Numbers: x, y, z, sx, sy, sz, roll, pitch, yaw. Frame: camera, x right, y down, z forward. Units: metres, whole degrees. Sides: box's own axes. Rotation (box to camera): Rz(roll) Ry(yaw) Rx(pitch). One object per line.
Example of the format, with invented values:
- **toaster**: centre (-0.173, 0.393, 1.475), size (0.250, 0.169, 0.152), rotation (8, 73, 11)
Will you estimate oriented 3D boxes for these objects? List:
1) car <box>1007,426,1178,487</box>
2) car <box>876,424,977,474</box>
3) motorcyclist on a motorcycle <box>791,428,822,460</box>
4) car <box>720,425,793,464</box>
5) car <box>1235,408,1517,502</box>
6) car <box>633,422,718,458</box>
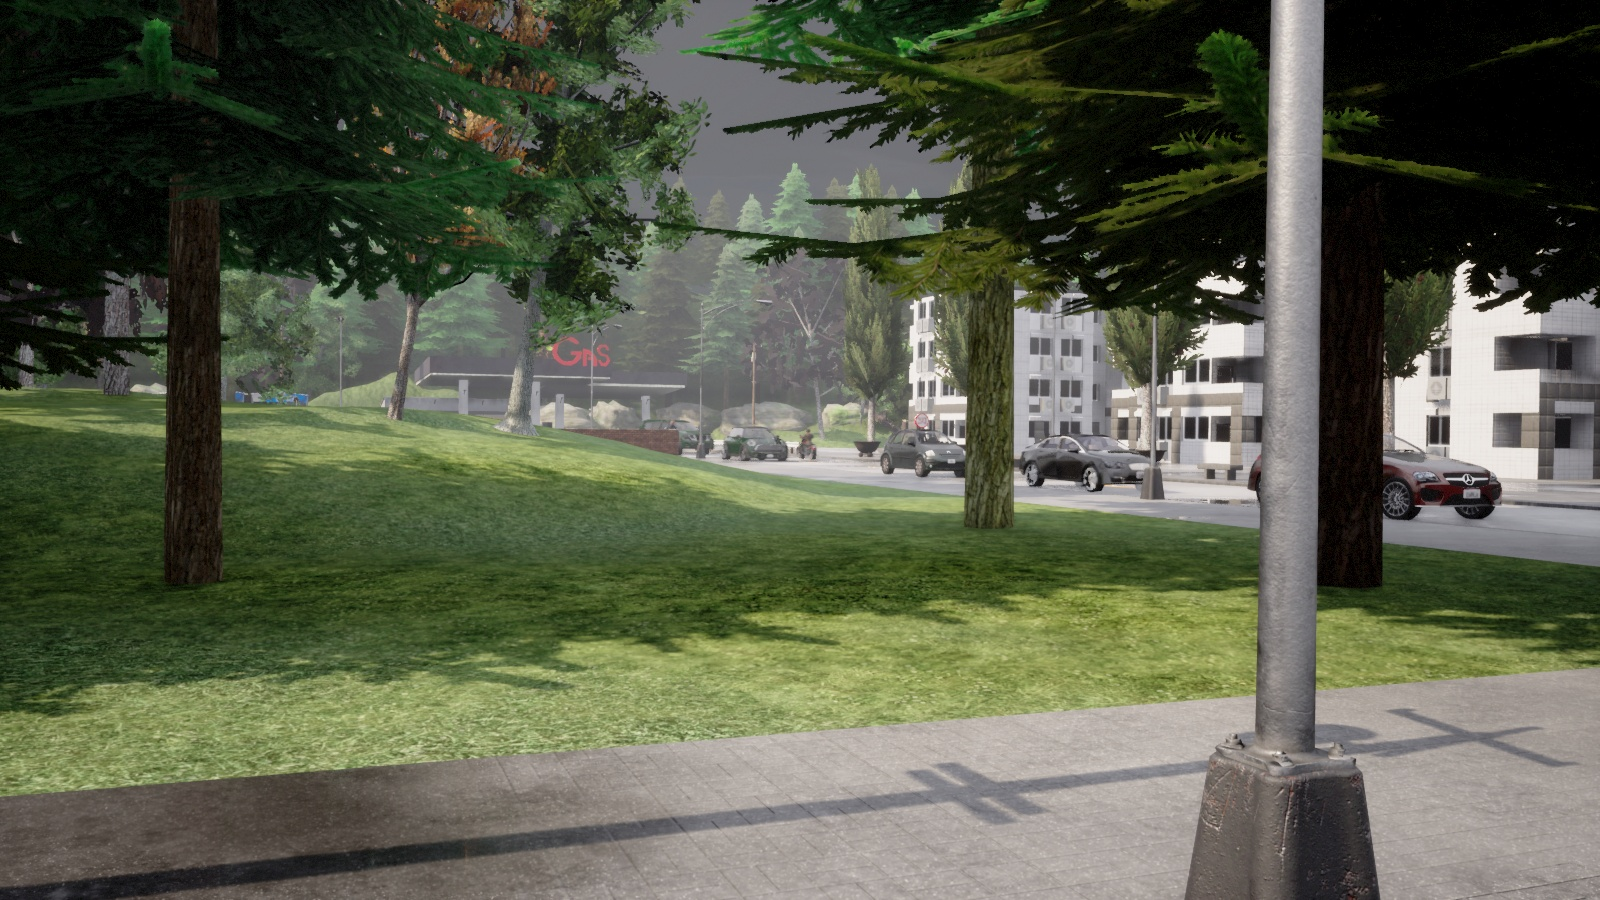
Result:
- **car**: centre (7.798, 0.116, 34.012), size (2.128, 1.511, 4.902), rotation (-1, 1, -21)
- **car**: centre (4.296, -0.054, 43.232), size (1.851, 1.617, 3.988), rotation (-1, 1, -21)
- **motorcyclist on a motorcycle**: centre (0.325, -0.312, 64.954), size (0.766, 1.649, 2.350), rotation (-1, 1, -21)
- **car**: centre (-2.143, -0.300, 60.193), size (2.097, 1.767, 4.553), rotation (-1, 1, -21)
- **car**: centre (11.236, 0.049, 24.984), size (2.152, 1.651, 5.027), rotation (-1, 1, -21)
- **car**: centre (-7.285, -0.593, 73.097), size (2.150, 2.045, 5.566), rotation (-1, 1, -40)
